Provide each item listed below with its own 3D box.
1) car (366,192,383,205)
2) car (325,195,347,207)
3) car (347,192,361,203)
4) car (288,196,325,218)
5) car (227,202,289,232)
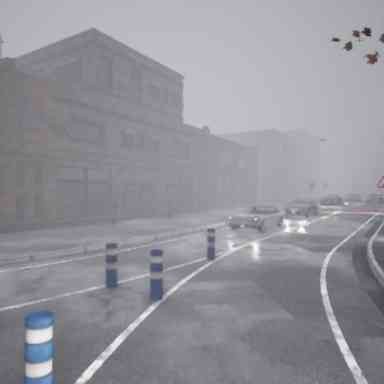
[{"bbox_3d":[25.152,0.948,45.759,2.033,1.411,5.357,0,1,33],"label":"car"},{"bbox_3d":[15.880,0.987,37.742,1.994,1.385,4.181,0,-5,32],"label":"car"},{"bbox_3d":[24.813,0.835,51.157,1.837,1.490,4.892,0,1,34],"label":"car"},{"bbox_3d":[9.055,1.228,27.339,2.128,1.511,4.902,0,1,33],"label":"car"},{"bbox_3d":[3.863,1.469,19.419,1.895,1.301,4.718,0,1,33],"label":"car"}]
